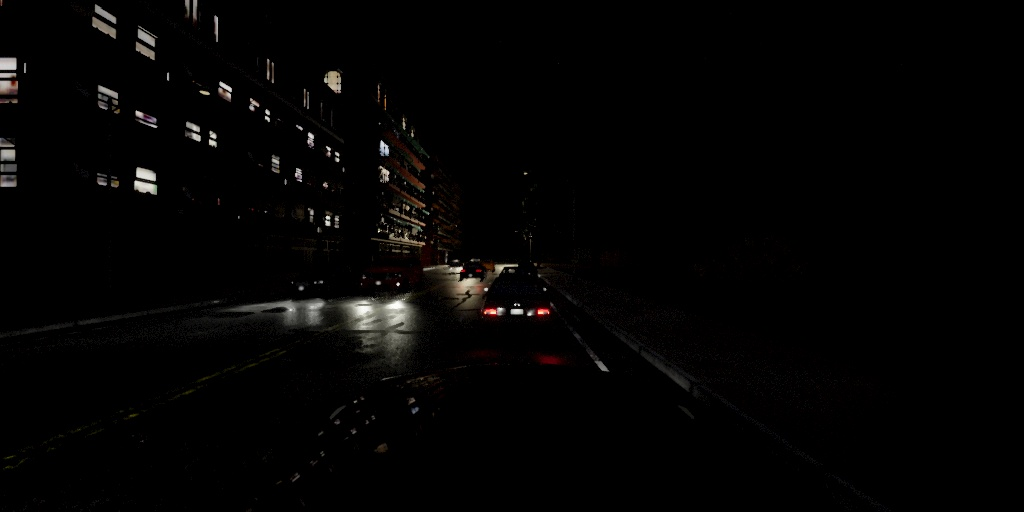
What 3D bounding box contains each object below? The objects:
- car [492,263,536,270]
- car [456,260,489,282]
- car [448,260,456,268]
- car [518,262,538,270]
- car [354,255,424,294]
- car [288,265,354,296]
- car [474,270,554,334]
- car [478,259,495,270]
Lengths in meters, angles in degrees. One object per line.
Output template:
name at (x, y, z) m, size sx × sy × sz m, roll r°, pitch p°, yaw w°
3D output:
car at (0.111, 1.300, 20.934) m, size 2.033 × 1.411 × 5.357 m, roll 0°, pitch 0°, yaw 0°
car at (-3.134, 1.279, 29.385) m, size 1.812 × 1.442 × 4.674 m, roll 0°, pitch 0°, yaw 0°
car at (-9.780, 1.316, 62.215) m, size 1.994 × 1.385 × 4.181 m, roll 0°, pitch 0°, yaw 0°
car at (1.155, 1.259, 30.702) m, size 1.837 × 1.490 × 4.892 m, roll 0°, pitch 0°, yaw 0°
car at (-6.589, 0.974, 20.447) m, size 2.150 × 2.045 × 5.566 m, roll 0°, pitch 0°, yaw 0°
car at (-9.841, 1.244, 19.195) m, size 2.128 × 1.511 × 4.902 m, roll 0°, pitch 0°, yaw 0°
car at (0.107, 1.299, 10.573) m, size 2.033 × 1.411 × 5.357 m, roll 0°, pitch 0°, yaw 0°
car at (-3.124, 1.231, 45.280) m, size 1.882 × 1.535 × 5.008 m, roll 0°, pitch 0°, yaw 0°
